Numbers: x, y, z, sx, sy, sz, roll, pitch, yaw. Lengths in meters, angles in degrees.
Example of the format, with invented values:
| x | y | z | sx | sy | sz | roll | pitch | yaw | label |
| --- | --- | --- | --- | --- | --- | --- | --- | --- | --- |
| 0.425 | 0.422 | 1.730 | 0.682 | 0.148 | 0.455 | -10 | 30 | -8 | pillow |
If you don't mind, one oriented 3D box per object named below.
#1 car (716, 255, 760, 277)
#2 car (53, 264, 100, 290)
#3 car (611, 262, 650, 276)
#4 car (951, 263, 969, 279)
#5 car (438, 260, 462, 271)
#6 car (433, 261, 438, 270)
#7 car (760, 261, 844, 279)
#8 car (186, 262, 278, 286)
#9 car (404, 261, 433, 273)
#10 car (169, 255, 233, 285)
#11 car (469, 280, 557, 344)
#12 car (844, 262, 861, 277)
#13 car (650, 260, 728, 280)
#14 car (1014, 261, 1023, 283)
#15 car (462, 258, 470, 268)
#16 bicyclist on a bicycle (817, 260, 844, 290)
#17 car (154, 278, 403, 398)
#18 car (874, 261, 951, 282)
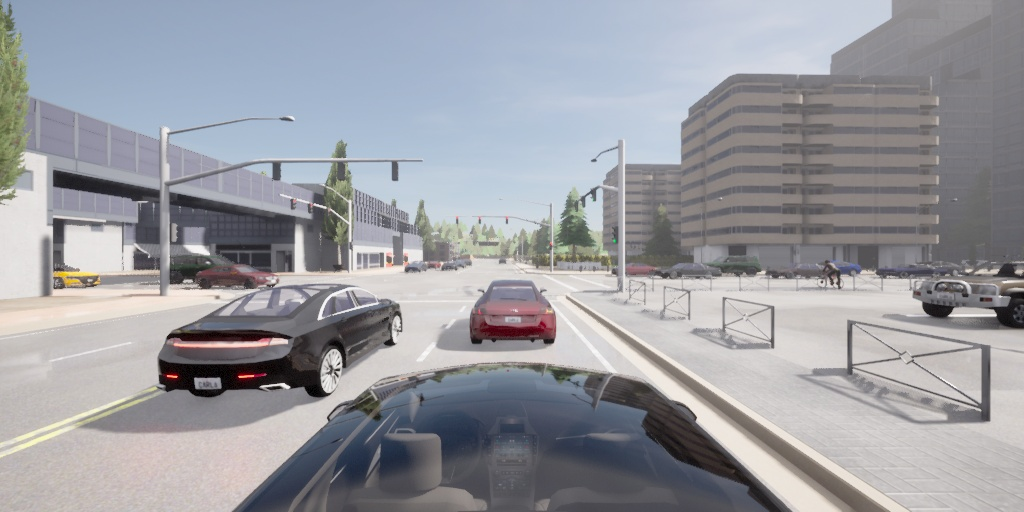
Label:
| x | y | z | sx | sy | sz | roll | pitch | yaw | label |
| --- | --- | --- | --- | --- | --- | --- | --- | --- | --- |
| 21.092 | 0.966 | 34.806 | 5.566 | 2.045 | 2.150 | 0 | 0 | -2 | car |
| -28.438 | 1.224 | 21.990 | 5.008 | 1.535 | 1.882 | 0 | 0 | -1 | car |
| 11.749 | 1.308 | 34.527 | 4.181 | 1.385 | 1.994 | 0 | 0 | -2 | car |
| 41.233 | 1.249 | 35.359 | 4.892 | 1.490 | 1.837 | 0 | 0 | -1 | car |
| -8.359 | 1.306 | 48.890 | 1.994 | 1.385 | 4.181 | 0 | 0 | -2 | car |
| -11.997 | 1.342 | 54.020 | 1.895 | 1.301 | 4.718 | 0 | 0 | -1 | car |
| 25.308 | 1.293 | 31.428 | 5.357 | 1.411 | 2.033 | 0 | 0 | -2 | car |
| -16.800 | 1.272 | 21.979 | 4.674 | 1.442 | 1.812 | 0 | 0 | 5 | car |
| -11.762 | 1.290 | 44.435 | 2.033 | 1.411 | 5.357 | 0 | 0 | -1 | car |
| -21.670 | 0.967 | 25.649 | 5.566 | 2.045 | 2.150 | 0 | 0 | -1 | car |
| 0.012 | 1.313 | 9.576 | 1.994 | 1.385 | 4.181 | 0 | 0 | 0 | car |
| 31.118 | 1.222 | 35.097 | 5.008 | 1.535 | 1.882 | 0 | 0 | -2 | car |
| 15.238 | 1.293 | 31.129 | 5.357 | 1.411 | 2.033 | 0 | 0 | -2 | car |
| 43.303 | 1.310 | 28.308 | 4.181 | 1.385 | 1.994 | 0 | 0 | -1 | car |
| -8.622 | 1.288 | 59.187 | 2.033 | 1.411 | 5.357 | 0 | 0 | -1 | car |
| 17.929 | 1.049 | 20.221 | 0.582 | 1.620 | 1.656 | 0 | 0 | -2 | bicyclist on a bicycle |
| -3.473 | 1.241 | 6.518 | 2.128 | 1.511 | 4.902 | 0 | 0 | 0 | car |
| 35.171 | 1.346 | 31.708 | 4.718 | 1.301 | 1.895 | 0 | 0 | -2 | car |
